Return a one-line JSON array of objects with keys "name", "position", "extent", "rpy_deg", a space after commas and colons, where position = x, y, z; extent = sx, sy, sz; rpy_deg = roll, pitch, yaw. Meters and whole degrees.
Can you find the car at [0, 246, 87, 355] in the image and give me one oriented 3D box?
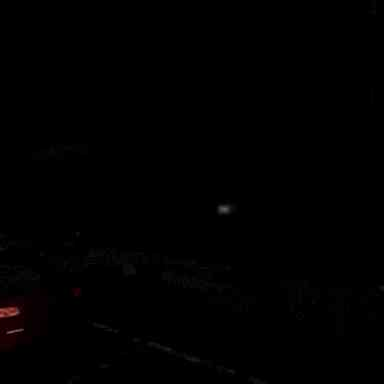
[{"name": "car", "position": [-3.502, 1.579, 5.556], "extent": [4.206, 1.307, 1.802], "rpy_deg": [0, 0, 35]}]
